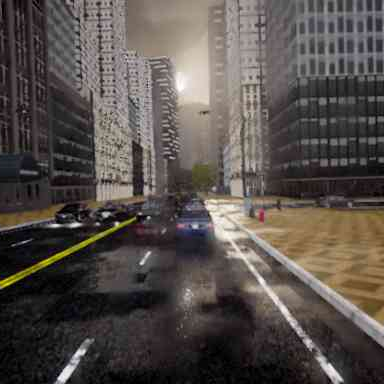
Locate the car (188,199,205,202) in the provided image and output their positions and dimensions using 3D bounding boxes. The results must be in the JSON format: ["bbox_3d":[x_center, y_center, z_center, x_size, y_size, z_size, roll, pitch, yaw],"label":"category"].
[{"bbox_3d":[0.458,1.357,32.211,2.033,1.411,5.357,-2,-1,6],"label":"car"}]

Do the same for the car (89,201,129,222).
[{"bbox_3d":[-6.458,1.529,27.403,2.128,1.511,4.902,-2,0,1],"label":"car"}]

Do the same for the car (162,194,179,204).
[{"bbox_3d":[-3.052,1.265,51.611,1.837,1.490,4.892,-2,0,0],"label":"car"}]

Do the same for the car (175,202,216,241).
[{"bbox_3d":[0.141,1.442,16.167,2.033,1.411,5.357,-2,0,0],"label":"car"}]

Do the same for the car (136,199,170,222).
[{"bbox_3d":[-3.082,1.538,25.976,1.895,1.301,4.718,-2,0,0],"label":"car"}]

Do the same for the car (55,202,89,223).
[{"bbox_3d":[-9.703,1.647,27.643,1.837,1.490,4.892,-2,0,1],"label":"car"}]

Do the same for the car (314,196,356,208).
[{"bbox_3d":[16.002,1.081,37.206,4.403,1.369,2.008,-1,1,-1],"label":"car"}]

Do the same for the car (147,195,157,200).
[{"bbox_3d":[-9.599,1.362,80.728,1.994,1.385,4.181,-2,0,0],"label":"car"}]
